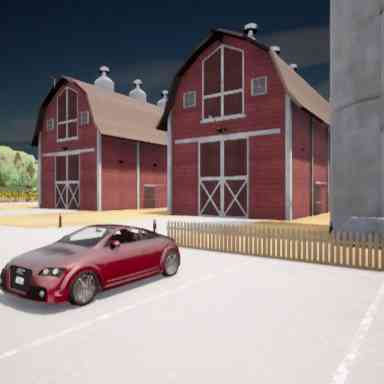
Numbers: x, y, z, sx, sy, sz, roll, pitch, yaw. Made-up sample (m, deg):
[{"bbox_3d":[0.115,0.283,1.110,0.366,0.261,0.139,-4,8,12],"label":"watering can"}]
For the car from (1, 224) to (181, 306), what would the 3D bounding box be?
[{"bbox_3d":[-2.108,1.496,7.901,1.994,1.381,4.181,0,0,35],"label":"car"}]
